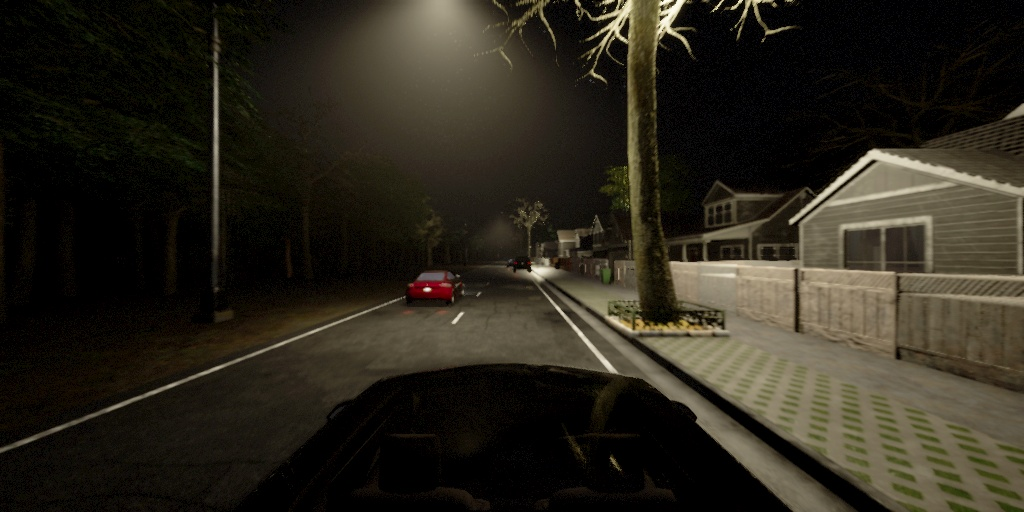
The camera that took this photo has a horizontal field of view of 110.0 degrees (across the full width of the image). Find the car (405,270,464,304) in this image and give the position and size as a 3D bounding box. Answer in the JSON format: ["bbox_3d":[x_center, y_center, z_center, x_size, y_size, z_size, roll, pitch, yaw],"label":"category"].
[{"bbox_3d":[-3.395,1.320,16.386,1.994,1.385,4.181,0,0,0],"label":"car"}]

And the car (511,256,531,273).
[{"bbox_3d":[1.234,1.006,44.498,2.150,2.045,5.566,0,0,0],"label":"car"}]

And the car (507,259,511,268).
[{"bbox_3d":[0.012,1.411,62.190,1.895,1.301,4.718,0,0,0],"label":"car"}]
